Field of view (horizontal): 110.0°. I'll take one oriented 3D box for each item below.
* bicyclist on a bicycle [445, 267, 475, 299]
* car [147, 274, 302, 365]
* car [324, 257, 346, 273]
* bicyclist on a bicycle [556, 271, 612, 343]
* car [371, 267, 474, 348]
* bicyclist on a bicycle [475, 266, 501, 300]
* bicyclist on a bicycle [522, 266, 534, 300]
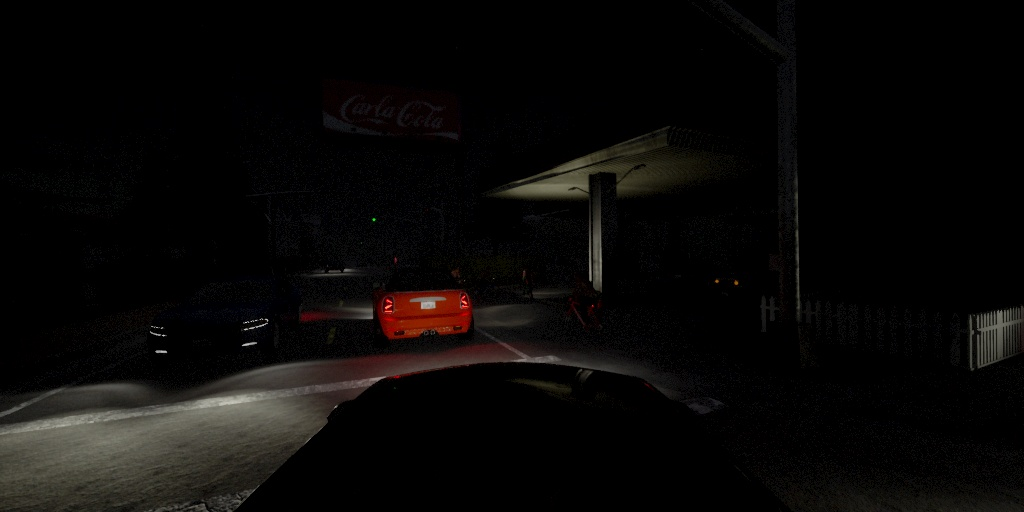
[{"bbox_3d":[-2.617,1.316,16.374,1.656,1.620,0.582,1,0,37],"label":"bicyclist on a bicycle"},{"bbox_3d":[-6.253,1.216,8.379,1.882,1.535,5.008,-1,0,-23],"label":"car"},{"bbox_3d":[-23.680,1.201,47.821,2.150,2.045,5.566,-1,0,-25],"label":"car"},{"bbox_3d":[1.709,1.199,8.660,0.582,1.620,1.656,3,-2,-42],"label":"bicyclist on a bicycle"},{"bbox_3d":[-2.539,1.056,9.447,2.097,1.767,4.553,-1,0,-22],"label":"car"},{"bbox_3d":[-1.309,1.342,17.756,1.656,1.620,0.582,0,0,-21],"label":"bicyclist on a bicycle"},{"bbox_3d":[0.800,1.330,17.870,0.582,1.620,1.656,-1,0,16],"label":"bicyclist on a bicycle"}]
